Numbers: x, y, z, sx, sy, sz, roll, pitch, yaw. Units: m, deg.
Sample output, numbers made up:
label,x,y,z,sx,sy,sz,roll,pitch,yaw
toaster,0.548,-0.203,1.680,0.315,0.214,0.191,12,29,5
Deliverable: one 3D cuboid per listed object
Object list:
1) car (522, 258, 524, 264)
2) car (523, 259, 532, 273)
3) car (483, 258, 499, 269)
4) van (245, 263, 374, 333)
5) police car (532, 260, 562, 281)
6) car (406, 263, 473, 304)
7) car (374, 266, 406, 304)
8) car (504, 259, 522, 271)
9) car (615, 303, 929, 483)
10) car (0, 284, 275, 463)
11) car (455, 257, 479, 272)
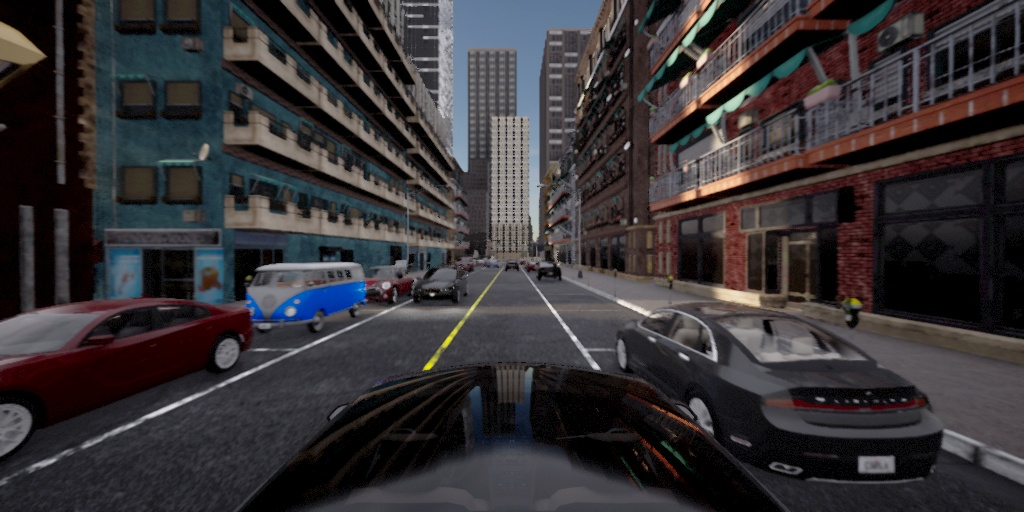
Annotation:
label,x,y,z,sx,sy,sz,roll,pitch,yaw
car,2.694,1.272,49.012,2.007,1.370,4.403,0,0,0
car,2.693,1.269,43.489,1.888,1.381,4.507,0,0,0
car,-3.053,1.244,56.835,1.812,1.442,4.674,0,0,0
van,-5.692,1.084,10.363,1.690,1.789,3.998,0,0,0
police car,3.003,1.156,30.355,1.930,1.638,5.238,0,0,0
car,-3.098,1.244,16.345,1.837,1.490,4.892,0,0,0
car,-5.691,1.179,15.886,1.967,1.591,4.097,0,0,0
car,0.041,1.228,47.765,1.837,1.490,4.892,0,0,0
car,2.689,1.298,4.825,2.007,1.370,4.403,0,0,0
car,-5.692,1.293,4.840,1.888,1.381,4.507,0,0,0
car,-5.689,1.039,43.503,2.192,1.841,5.009,0,0,0
